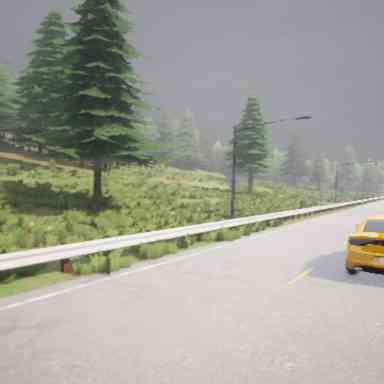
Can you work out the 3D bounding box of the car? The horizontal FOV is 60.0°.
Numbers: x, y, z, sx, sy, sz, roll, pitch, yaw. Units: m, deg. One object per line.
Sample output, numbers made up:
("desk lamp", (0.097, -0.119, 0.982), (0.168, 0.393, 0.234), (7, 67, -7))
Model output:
("car", (5.722, 1.406, 9.452), (1.882, 1.535, 5.008), (2, 0, 34))
